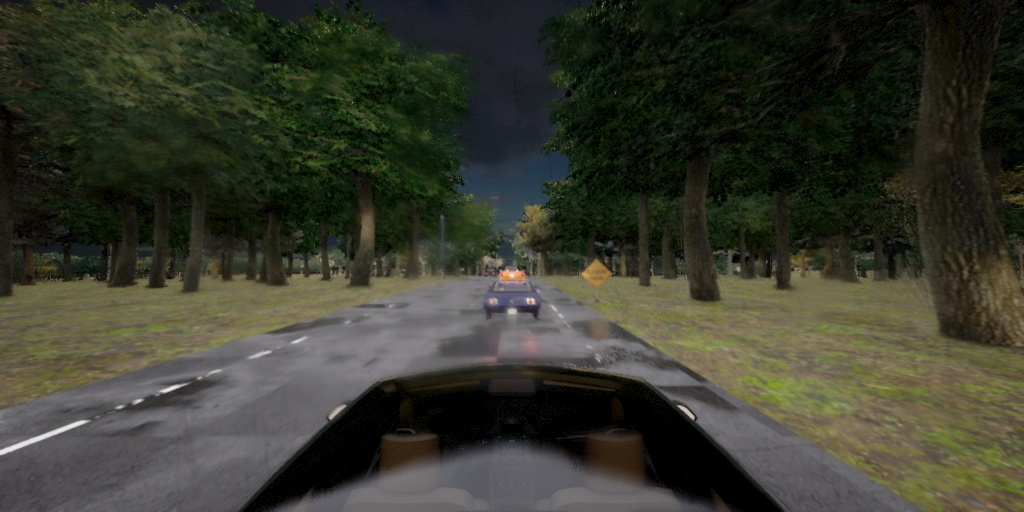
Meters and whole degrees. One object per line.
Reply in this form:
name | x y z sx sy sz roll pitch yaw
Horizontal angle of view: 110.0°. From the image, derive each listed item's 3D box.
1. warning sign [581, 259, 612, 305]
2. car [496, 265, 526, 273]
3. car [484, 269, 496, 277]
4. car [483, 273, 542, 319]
warning sign | 3.545 1.035 14.895 1.300 1.860 1.060 0 0 0
car | 0.034 1.526 29.188 2.097 1.767 4.553 0 -1 0
car | -3.573 2.856 59.736 1.994 1.385 4.181 0 -2 0
car | 0.034 1.504 13.581 1.895 1.301 4.718 0 -1 0
